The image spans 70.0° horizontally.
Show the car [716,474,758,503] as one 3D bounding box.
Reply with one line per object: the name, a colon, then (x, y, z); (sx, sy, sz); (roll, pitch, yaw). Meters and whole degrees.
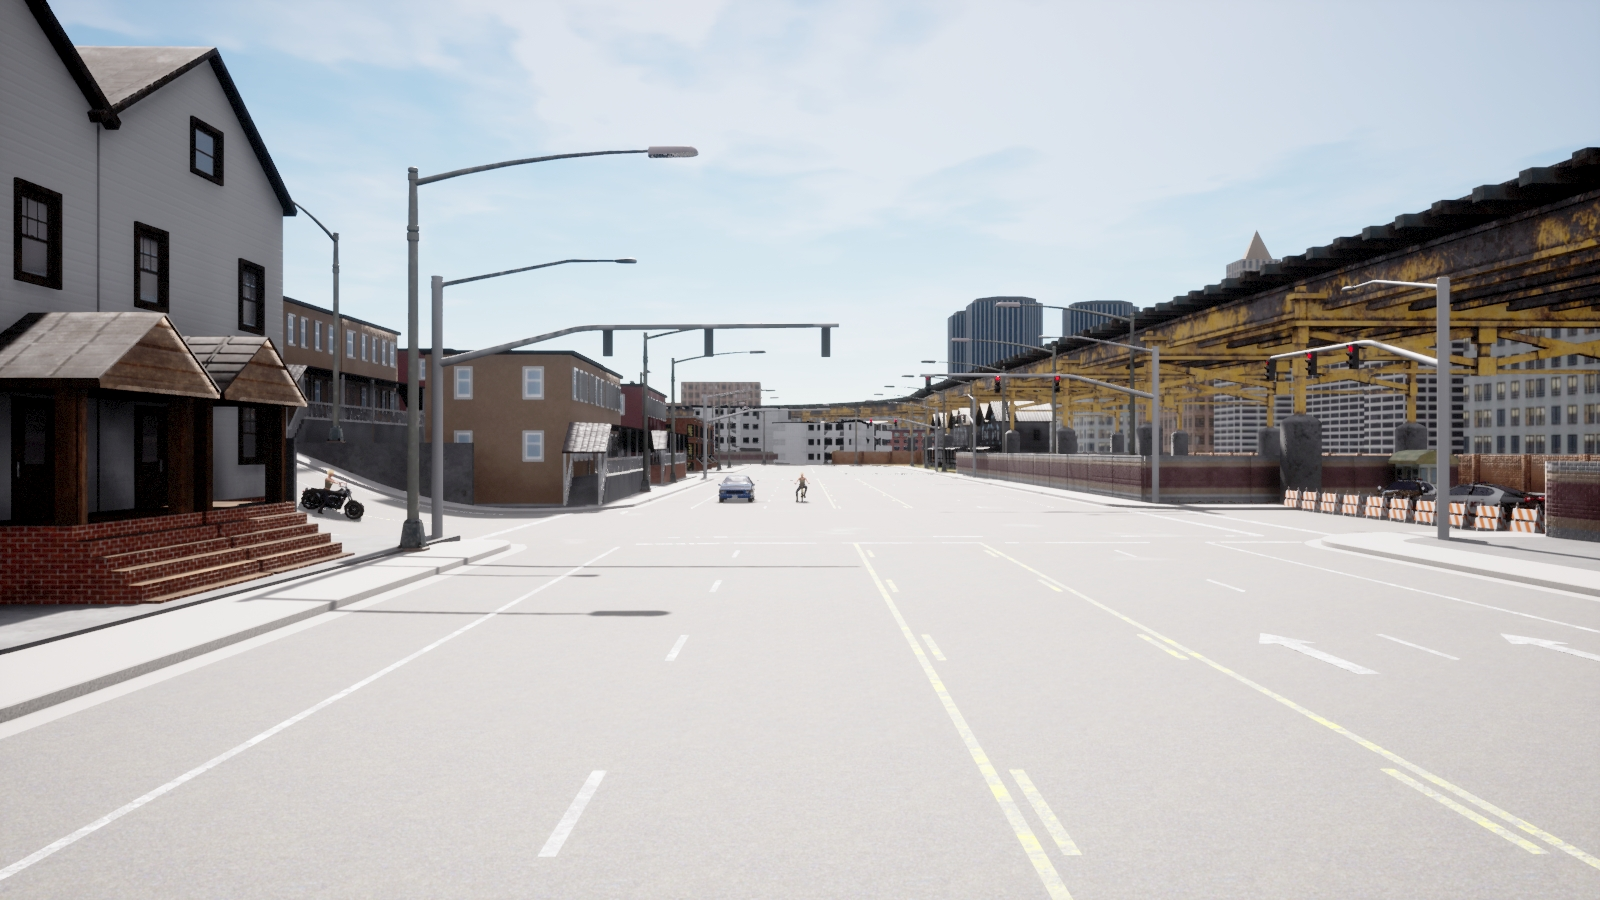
car: (-3.449, 2.106, 63.014); (2.033, 1.411, 5.357); (0, 0, 0)
